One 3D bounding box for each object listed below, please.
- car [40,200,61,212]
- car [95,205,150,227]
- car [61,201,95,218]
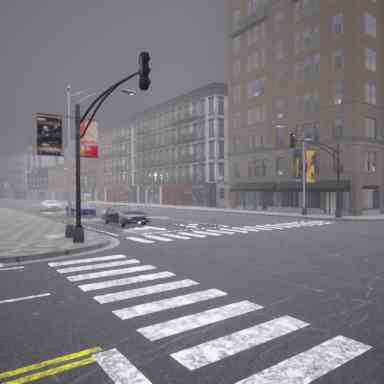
[{"bbox_3d":[-17.916,1.721,42.303,1.812,1.442,4.674,-1,0,-37],"label":"car"},{"bbox_3d":[-5.014,1.653,24.260,2.033,1.411,5.357,-1,0,-35],"label":"car"},{"bbox_3d":[-11.053,1.624,32.813,1.882,1.535,5.008,-1,0,-35],"label":"car"}]
